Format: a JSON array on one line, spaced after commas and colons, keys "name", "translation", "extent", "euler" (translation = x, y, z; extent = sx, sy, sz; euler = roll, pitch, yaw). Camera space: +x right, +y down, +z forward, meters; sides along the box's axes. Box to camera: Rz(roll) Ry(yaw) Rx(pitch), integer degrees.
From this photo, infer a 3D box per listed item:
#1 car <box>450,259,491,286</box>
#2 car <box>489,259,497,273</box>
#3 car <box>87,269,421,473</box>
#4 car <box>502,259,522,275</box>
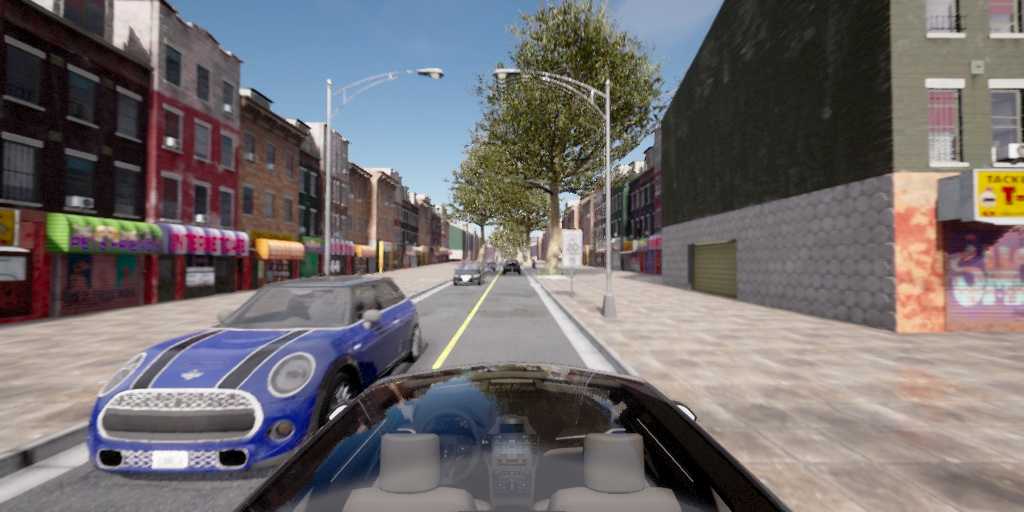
[{"name": "car", "translation": [-2.850, 1.186, 24.572], "extent": [2.128, 1.511, 4.902], "euler": [0, 0, 0]}, {"name": "car", "translation": [-2.761, 1.048, 41.681], "extent": [2.033, 1.411, 5.357], "euler": [0, 0, 0]}, {"name": "car", "translation": [-2.848, 1.112, 5.234], "extent": [2.097, 1.767, 4.553], "euler": [0, 0, 0]}, {"name": "car", "translation": [-0.009, 1.128, 36.774], "extent": [1.837, 1.490, 4.892], "euler": [0, 1, 0]}]
